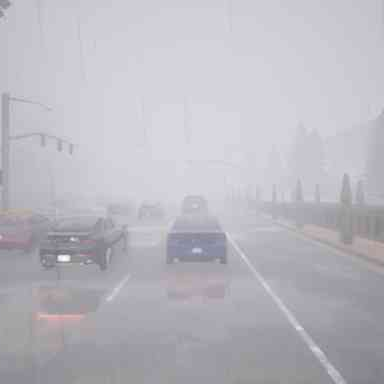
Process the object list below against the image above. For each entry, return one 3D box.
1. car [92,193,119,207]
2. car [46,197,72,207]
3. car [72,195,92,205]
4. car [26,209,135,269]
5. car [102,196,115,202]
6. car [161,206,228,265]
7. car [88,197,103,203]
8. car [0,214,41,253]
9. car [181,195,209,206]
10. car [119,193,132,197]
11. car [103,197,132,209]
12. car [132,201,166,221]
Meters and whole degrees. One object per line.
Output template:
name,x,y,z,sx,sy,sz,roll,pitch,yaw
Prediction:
car,-13.800,1.267,53.379,2.150,2.045,5.566,0,0,1
car,-20.806,1.569,51.643,1.812,1.442,4.674,0,0,1
car,-20.680,1.403,61.300,2.097,1.767,4.553,0,0,0
car,-3.350,1.513,11.164,1.837,1.490,4.892,0,0,0
car,-20.567,1.609,82.128,2.033,1.411,5.357,0,0,0
car,0.154,1.487,11.785,1.882,1.535,5.008,0,0,0
car,-20.625,1.655,71.442,1.895,1.301,4.718,0,0,0
car,-6.837,1.575,13.744,1.994,1.385,4.181,0,0,1
car,0.243,1.246,28.709,2.150,2.045,5.566,0,0,0
car,-13.667,1.275,63.702,2.150,2.045,5.566,0,0,0
car,-6.738,1.504,32.047,1.882,1.535,5.008,0,0,0
car,-3.265,1.514,27.385,2.128,1.511,4.902,0,0,0
